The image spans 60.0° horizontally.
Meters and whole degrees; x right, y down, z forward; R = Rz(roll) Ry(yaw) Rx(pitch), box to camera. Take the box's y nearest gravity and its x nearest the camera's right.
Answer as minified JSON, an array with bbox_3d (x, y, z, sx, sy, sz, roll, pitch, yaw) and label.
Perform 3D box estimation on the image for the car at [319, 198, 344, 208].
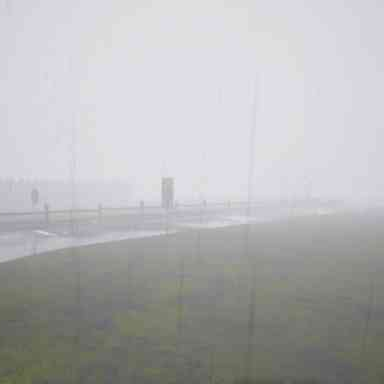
[{"bbox_3d":[19.764,1.465,47.053,1.895,1.301,4.718,1,1,44],"label":"car"}]
